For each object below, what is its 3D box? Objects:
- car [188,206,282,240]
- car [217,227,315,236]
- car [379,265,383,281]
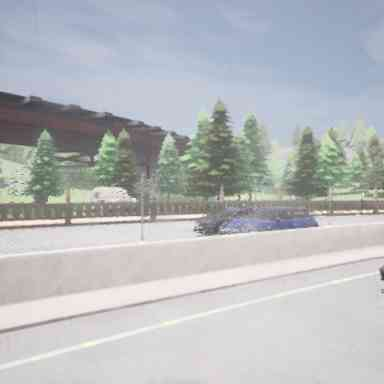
[{"bbox_3d":[2.377,1.566,17.897,4.892,1.490,1.837,0,-1,-30],"label":"car"},{"bbox_3d":[3.317,1.407,14.358,4.553,1.767,2.097,0,0,-31],"label":"car"},{"bbox_3d":[6.832,1.598,8.139,5.357,1.411,2.033,0,0,-31],"label":"car"}]
